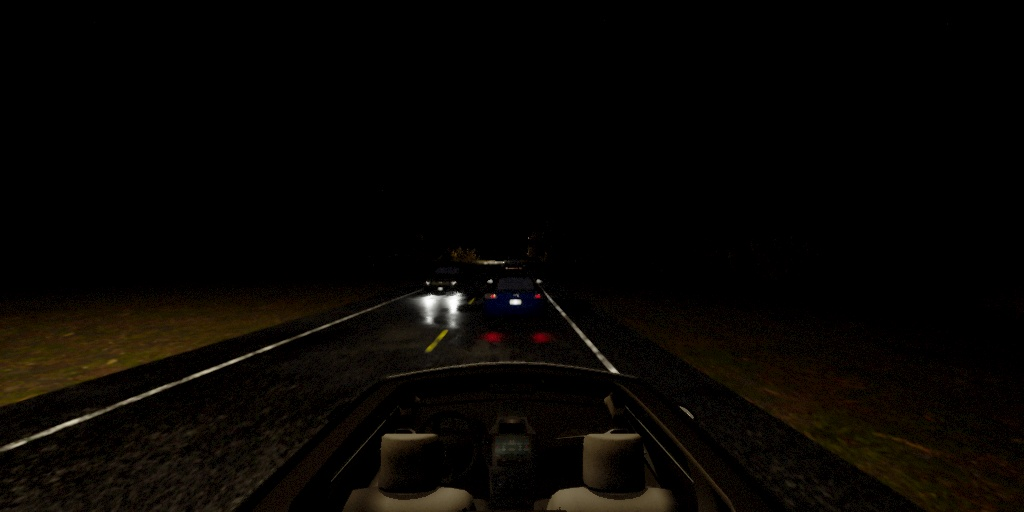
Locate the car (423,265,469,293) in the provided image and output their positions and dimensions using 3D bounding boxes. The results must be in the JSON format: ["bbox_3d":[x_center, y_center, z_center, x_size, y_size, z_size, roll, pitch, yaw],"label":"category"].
[{"bbox_3d":[-3.594,1.251,20.639,2.033,1.411,5.357,0,0,0],"label":"car"}]

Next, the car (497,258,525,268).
[{"bbox_3d":[0.105,1.171,30.076,2.128,1.511,4.902,0,0,0],"label":"car"}]

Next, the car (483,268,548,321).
[{"bbox_3d":[0.102,1.288,12.281,1.994,1.385,4.181,0,0,0],"label":"car"}]
